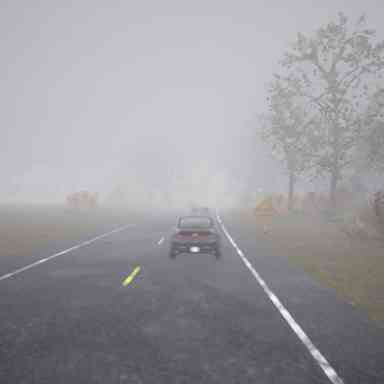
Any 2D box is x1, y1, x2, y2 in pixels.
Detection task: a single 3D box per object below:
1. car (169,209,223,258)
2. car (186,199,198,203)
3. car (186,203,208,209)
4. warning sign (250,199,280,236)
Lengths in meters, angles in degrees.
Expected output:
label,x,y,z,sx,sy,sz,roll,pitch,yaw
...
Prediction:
label,x,y,z,sx,sy,sz,roll,pitch,yaw
car,0.169,1.655,13.411,1.837,1.490,4.892,0,0,2
car,0.049,2.179,66.441,2.097,1.767,4.553,0,-1,6
car,0.622,1.856,27.420,2.033,1.411,5.357,0,-1,3
warning sign,3.780,1.305,17.277,1.300,1.860,1.060,-1,-1,2
